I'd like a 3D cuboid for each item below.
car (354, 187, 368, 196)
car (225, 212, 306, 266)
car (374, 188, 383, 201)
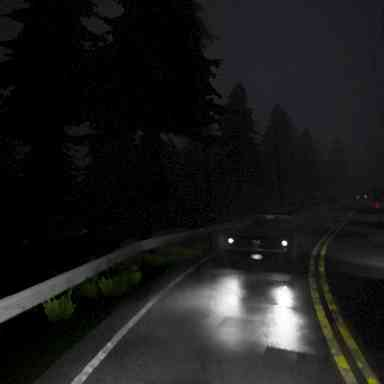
[{"bbox_3d":[28.919,-0.157,57.052,2.033,1.411,5.357,-1,1,23],"label":"car"},{"bbox_3d":[2.570,1.366,10.891,1.895,1.301,4.718,-1,1,23],"label":"car"},{"bbox_3d":[22.417,0.253,38.895,2.128,1.511,4.902,-2,1,32],"label":"car"}]
